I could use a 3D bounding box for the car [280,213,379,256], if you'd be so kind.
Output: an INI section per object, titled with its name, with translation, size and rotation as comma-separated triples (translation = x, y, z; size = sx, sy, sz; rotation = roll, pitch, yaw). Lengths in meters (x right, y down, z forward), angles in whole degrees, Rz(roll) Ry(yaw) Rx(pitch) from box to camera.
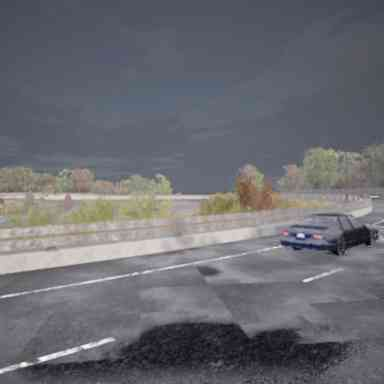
[car]
translation = 5.613, 1.551, 13.213
size = 5.357, 1.411, 2.033
rotation = 0, 0, -43
